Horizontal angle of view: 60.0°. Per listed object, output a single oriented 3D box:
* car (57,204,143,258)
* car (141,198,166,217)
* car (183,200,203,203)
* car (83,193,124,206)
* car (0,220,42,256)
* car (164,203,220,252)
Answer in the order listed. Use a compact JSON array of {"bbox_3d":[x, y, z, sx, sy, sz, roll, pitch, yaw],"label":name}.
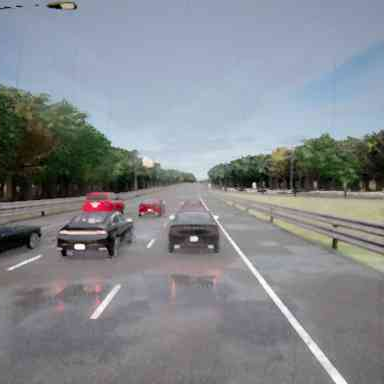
[{"bbox_3d":[-3.423,1.447,12.623,2.128,1.511,4.902,0,0,0],"label":"car"},{"bbox_3d":[-3.412,1.273,29.095,1.882,1.535,5.008,0,1,0],"label":"car"},{"bbox_3d":[0.084,1.370,28.055,1.994,1.385,4.181,0,1,0],"label":"car"},{"bbox_3d":[-6.925,1.047,26.478,2.150,2.045,5.566,0,1,0],"label":"car"},{"bbox_3d":[-6.932,1.565,11.205,1.895,1.301,4.718,0,0,0],"label":"car"},{"bbox_3d":[0.082,1.424,13.745,1.882,1.535,5.008,0,0,0],"label":"car"}]
